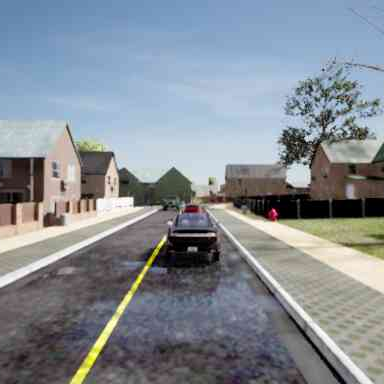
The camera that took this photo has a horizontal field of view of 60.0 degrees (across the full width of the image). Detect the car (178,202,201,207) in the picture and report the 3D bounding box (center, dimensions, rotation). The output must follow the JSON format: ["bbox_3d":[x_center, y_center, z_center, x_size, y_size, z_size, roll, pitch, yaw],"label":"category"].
[{"bbox_3d":[0.041,1.668,28.344,1.812,1.442,4.674,0,0,0],"label":"car"}]

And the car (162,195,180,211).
[{"bbox_3d":[-2.794,1.472,45.973,2.150,2.045,5.566,0,-1,0],"label":"car"}]

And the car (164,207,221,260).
[{"bbox_3d":[0.040,1.550,12.619,2.128,1.511,4.902,0,0,0],"label":"car"}]
